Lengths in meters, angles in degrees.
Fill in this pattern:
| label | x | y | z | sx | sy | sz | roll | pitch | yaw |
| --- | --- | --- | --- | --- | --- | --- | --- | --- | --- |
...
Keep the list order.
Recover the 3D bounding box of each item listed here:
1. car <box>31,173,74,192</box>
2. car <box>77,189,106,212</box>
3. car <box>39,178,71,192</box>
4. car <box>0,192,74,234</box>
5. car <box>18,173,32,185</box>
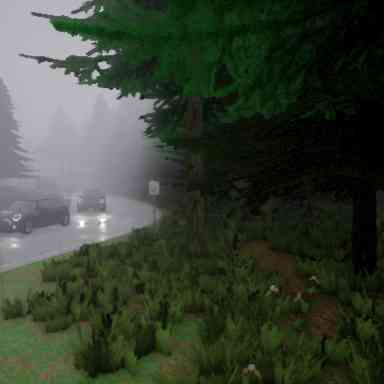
| label | x | y | z | sx | sy | sz | roll | pitch | yaw |
| --- | --- | --- | --- | --- | --- | --- | --- | --- | --- |
| car | -16.355 | -0.801 | 39.556 | 5.566 | 2.045 | 2.150 | 7 | 4 | 35 |
| car | -8.281 | 0.592 | 27.710 | 2.097 | 1.767 | 4.553 | 0 | 4 | -14 |
| car | -18.721 | -0.944 | 45.329 | 4.892 | 1.490 | 1.837 | 6 | 4 | 37 |
| car | -8.630 | 1.141 | 17.861 | 2.097 | 1.767 | 4.553 | 0 | 2 | 14 |
| car | -26.084 | -2.118 | 52.353 | 2.150 | 2.045 | 5.566 | 0 | 5 | -30 |
